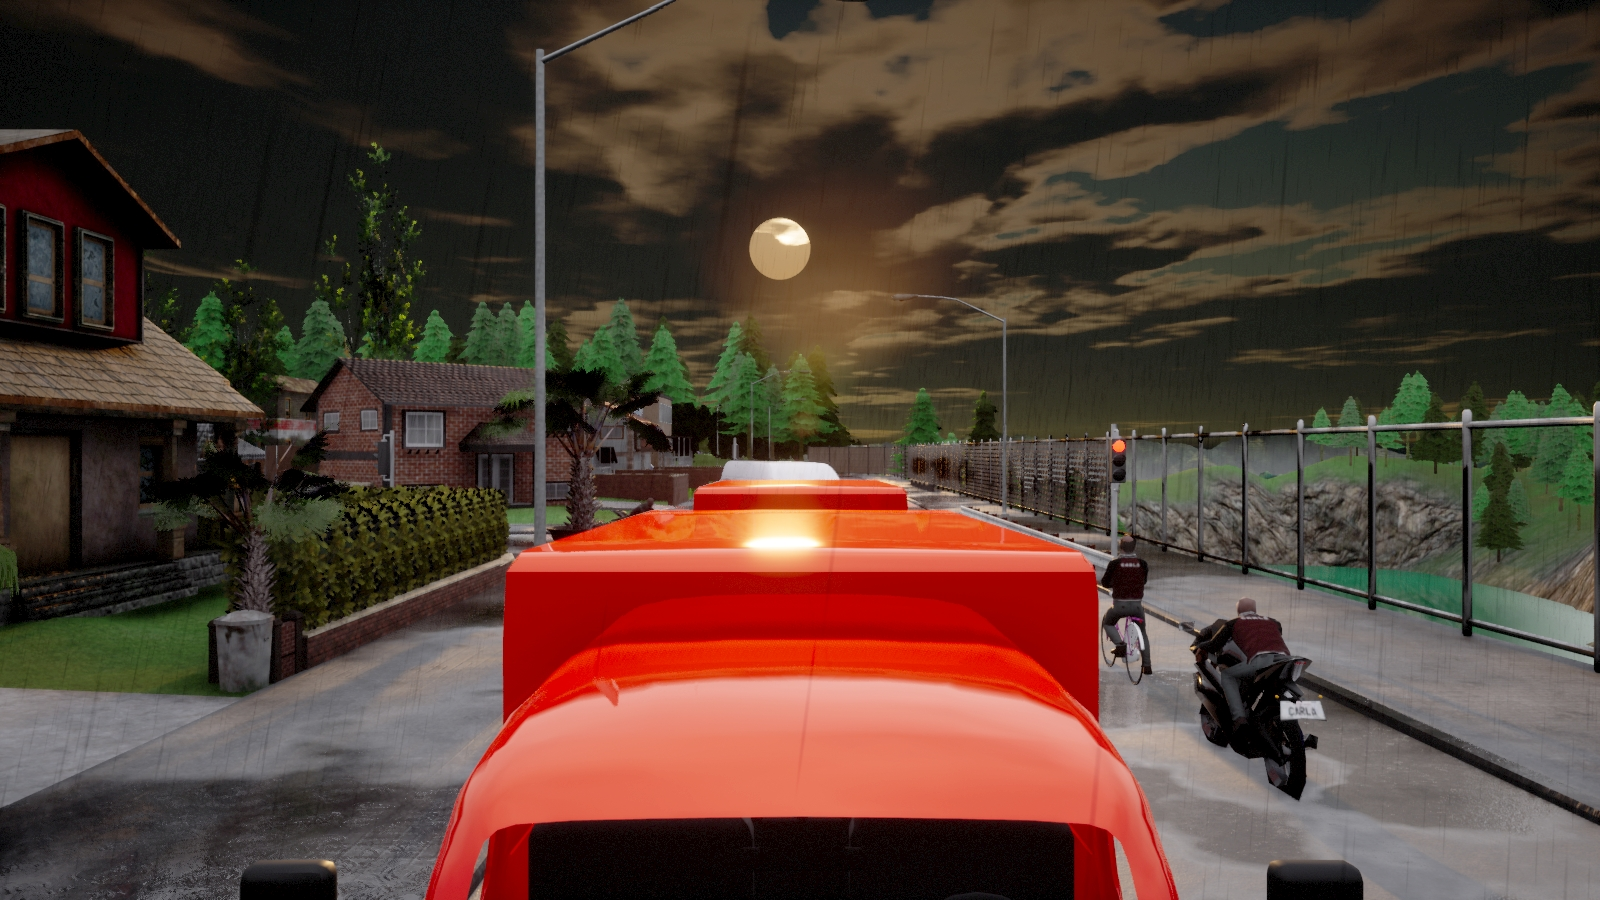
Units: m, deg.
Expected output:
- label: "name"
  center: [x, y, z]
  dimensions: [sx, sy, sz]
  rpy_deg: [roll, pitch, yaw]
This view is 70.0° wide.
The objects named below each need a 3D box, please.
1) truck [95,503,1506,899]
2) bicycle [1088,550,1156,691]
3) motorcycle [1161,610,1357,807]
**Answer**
- label: "truck"
  center: [-0.001, 1.570, 4.728]
  dimensions: [2.627, 2.467, 5.204]
  rpy_deg: [0, 0, 0]
- label: "bicycle"
  center: [3.986, 2.066, 14.240]
  dimensions: [0.329, 1.471, 1.835]
  rpy_deg: [0, 0, 0]
- label: "motorcycle"
  center: [4.000, 2.210, 10.191]
  dimensions: [0.867, 1.251, 2.209]
  rpy_deg: [0, 0, 0]
